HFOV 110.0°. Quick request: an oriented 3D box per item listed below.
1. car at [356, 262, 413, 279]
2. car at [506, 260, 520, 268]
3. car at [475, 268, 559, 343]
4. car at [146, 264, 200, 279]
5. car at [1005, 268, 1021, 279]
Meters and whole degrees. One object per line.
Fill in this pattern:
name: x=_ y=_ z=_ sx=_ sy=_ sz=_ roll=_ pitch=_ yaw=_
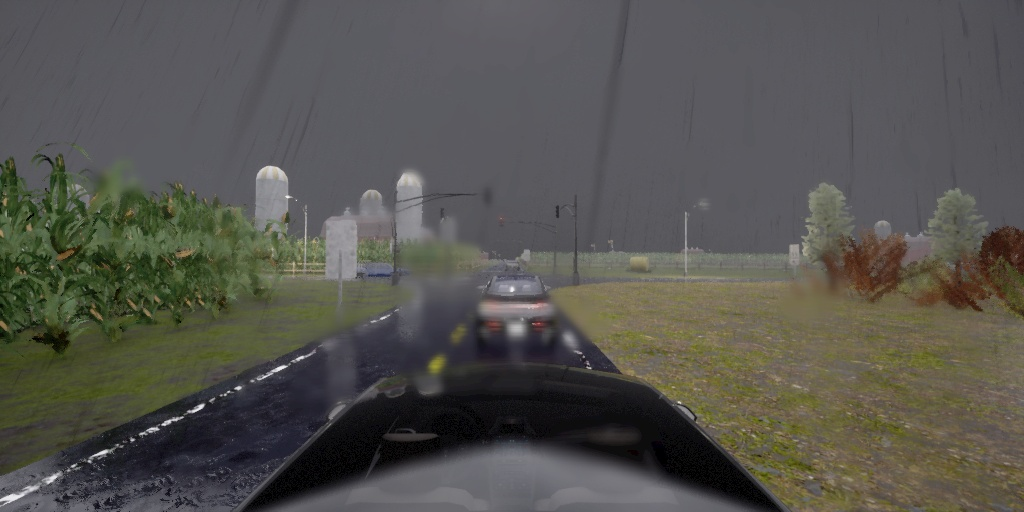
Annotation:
car: x=-11.158 y=1.210 z=30.277 sx=5.357 sy=1.411 sz=2.033 roll=1 pitch=-1 yaw=-15
car: x=0.128 y=1.287 z=51.926 sx=2.128 sy=1.511 sz=4.902 roll=0 pitch=0 yaw=1
car: x=0.102 y=1.245 z=9.632 sx=2.128 sy=1.511 sz=4.902 roll=0 pitch=0 yaw=0
car: x=-26.524 y=1.007 z=28.420 sx=4.902 sy=1.511 sz=2.128 roll=0 pitch=-1 yaw=-3
car: x=48.671 y=1.720 z=33.477 sx=4.674 sy=1.442 sz=1.812 roll=1 pitch=-1 yaw=-5
